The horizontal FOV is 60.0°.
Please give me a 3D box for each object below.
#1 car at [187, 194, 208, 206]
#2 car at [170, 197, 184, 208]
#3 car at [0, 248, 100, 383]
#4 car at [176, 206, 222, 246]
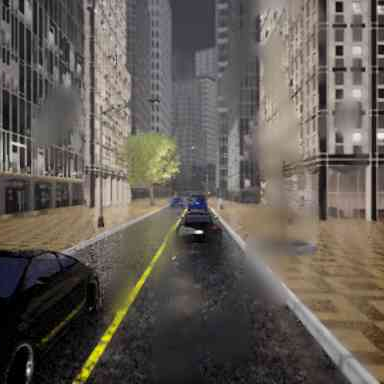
[{"bbox_3d":[0.612,1.259,36.766,2.150,2.045,5.566,0,0,1],"label":"car"},{"bbox_3d":[-2.146,1.538,48.193,1.882,1.535,5.008,0,0,1],"label":"car"},{"bbox_3d":[-2.800,1.569,4.799,1.994,1.385,4.181,0,0,1],"label":"car"},{"bbox_3d":[0.305,1.573,15.349,1.994,1.385,4.181,0,0,1],"label":"car"}]
